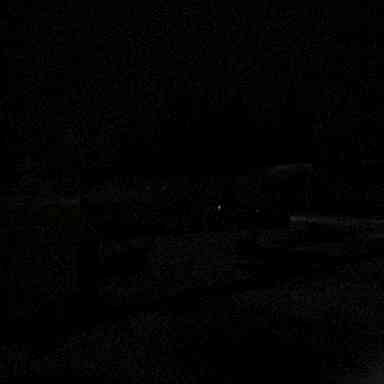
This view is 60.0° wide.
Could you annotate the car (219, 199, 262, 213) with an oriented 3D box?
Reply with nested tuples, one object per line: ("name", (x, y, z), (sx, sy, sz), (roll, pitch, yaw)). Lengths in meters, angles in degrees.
("car", (4.626, 1.511, 32.510), (1.837, 1.490, 4.892), (0, 0, -35))

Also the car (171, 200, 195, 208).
("car", (-1.140, 1.607, 40.617), (1.895, 1.301, 4.718), (0, 0, -35))

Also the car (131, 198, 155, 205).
("car", (-7.308, 1.606, 49.324), (1.895, 1.301, 4.718), (0, 0, -35))
